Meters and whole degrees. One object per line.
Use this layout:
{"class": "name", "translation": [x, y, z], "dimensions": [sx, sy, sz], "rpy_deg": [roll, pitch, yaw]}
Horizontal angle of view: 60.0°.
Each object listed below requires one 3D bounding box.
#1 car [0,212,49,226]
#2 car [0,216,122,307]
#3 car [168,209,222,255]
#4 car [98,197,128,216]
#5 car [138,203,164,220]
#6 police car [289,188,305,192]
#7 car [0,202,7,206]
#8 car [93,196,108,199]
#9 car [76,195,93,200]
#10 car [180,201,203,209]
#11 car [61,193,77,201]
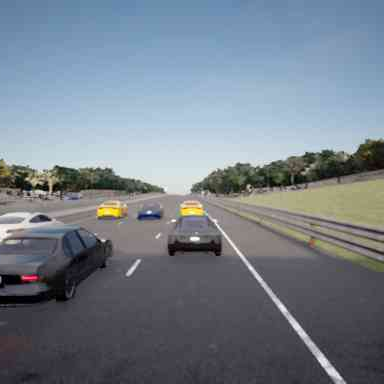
{"class": "car", "translation": [-6.898, 1.552, 13.956], "dimensions": [1.812, 1.442, 4.674], "rpy_deg": [0, 0, 0]}
{"class": "car", "translation": [-3.403, 1.561, 8.233], "dimensions": [2.033, 1.411, 5.357], "rpy_deg": [0, 0, 0]}
{"class": "car", "translation": [0.101, 1.589, 13.448], "dimensions": [1.994, 1.385, 4.181], "rpy_deg": [0, 0, 0]}
{"class": "car", "translation": [-7.059, 1.540, 30.010], "dimensions": [1.882, 1.535, 5.008], "rpy_deg": [0, 0, -1]}
{"class": "car", "translation": [-3.543, 1.626, 29.082], "dimensions": [1.994, 1.385, 4.181], "rpy_deg": [0, 0, -1]}
{"class": "police car", "translation": [24.920, -0.497, 79.487], "dimensions": [1.930, 1.638, 5.238], "rpy_deg": [0, -4, -14]}
{"class": "car", "translation": [-17.724, 1.534, 29.029], "dimensions": [1.882, 1.535, 5.008], "rpy_deg": [0, 0, -1]}
{"class": "car", "translation": [-18.602, 1.634, 70.231], "dimensions": [2.128, 1.511, 4.902], "rpy_deg": [0, 0, -1]}
{"class": "car", "translation": [-22.101, 1.647, 70.147], "dimensions": [2.033, 1.411, 5.357], "rpy_deg": [0, 0, -1]}
{"class": "car", "translation": [-0.058, 1.543, 30.001], "dimensions": [1.882, 1.535, 5.008], "rpy_deg": [0, 0, -1]}
{"class": "car", "translation": [-25.599, 1.330, 70.033], "dimensions": [2.150, 2.045, 5.566], "rpy_deg": [0, 0, -1]}
